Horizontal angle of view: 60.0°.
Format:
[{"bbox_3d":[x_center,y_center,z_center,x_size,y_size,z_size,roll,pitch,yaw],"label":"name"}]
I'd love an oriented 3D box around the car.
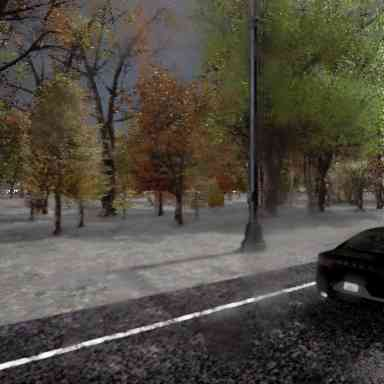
[{"bbox_3d":[4.732,1.469,7.116,5.008,1.535,1.882,0,0,-35],"label":"car"}]
